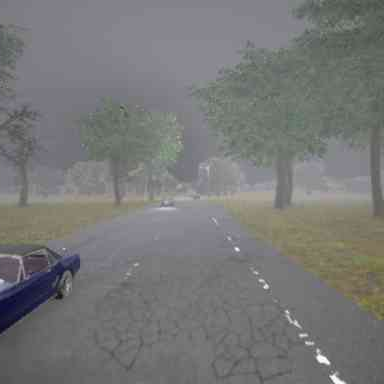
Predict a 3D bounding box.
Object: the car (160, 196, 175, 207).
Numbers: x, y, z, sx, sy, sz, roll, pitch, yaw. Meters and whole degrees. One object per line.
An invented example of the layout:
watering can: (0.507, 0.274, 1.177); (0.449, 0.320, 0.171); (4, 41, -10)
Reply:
car: (-3.599, 1.398, 49.106); (2.128, 1.511, 4.902); (-1, 0, 0)

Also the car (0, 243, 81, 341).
car: (-3.614, 1.692, 5.845); (1.895, 1.301, 4.718); (-1, 0, 0)

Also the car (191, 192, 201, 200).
car: (1.185, 1.249, 85.850); (1.812, 1.442, 4.674); (-1, 0, 0)
